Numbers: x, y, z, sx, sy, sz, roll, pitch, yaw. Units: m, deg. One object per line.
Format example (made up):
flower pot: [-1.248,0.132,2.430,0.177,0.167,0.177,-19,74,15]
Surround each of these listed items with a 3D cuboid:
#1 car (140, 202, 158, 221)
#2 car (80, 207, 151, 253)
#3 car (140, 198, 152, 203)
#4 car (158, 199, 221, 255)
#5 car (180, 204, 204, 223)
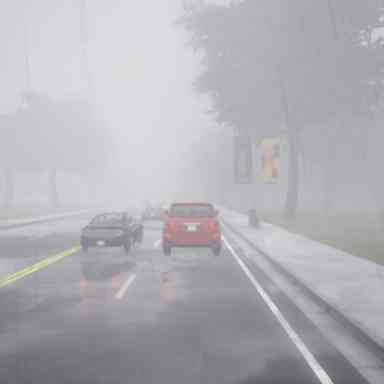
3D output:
car: [-3.261,1.847,29.294,1.994,1.385,4.181,0,-1,0]
car: [-3.253,1.630,14.293,2.128,1.511,4.902,0,0,0]
car: [-9.787,2.051,71.007,2.097,1.767,4.553,0,-1,0]
car: [-0.006,1.351,14.019,2.150,2.045,5.566,0,0,0]
car: [-0.009,1.847,29.310,1.994,1.385,4.181,0,0,0]
